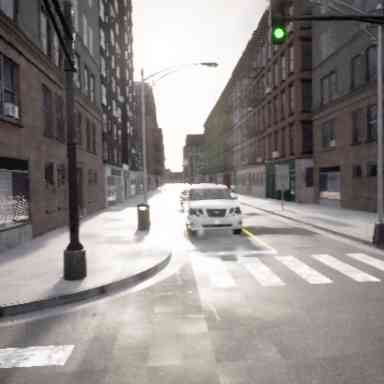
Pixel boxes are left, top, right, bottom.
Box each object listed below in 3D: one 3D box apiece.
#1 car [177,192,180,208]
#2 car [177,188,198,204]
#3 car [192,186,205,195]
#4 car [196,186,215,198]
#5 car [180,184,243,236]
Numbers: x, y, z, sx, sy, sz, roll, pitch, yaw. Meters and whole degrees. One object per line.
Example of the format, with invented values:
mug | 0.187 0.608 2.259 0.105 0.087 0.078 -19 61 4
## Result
car | 0.103 0.481 25.448 2.097 1.767 4.553 -1 2 -4
car | -0.557 0.341 35.710 2.033 1.411 5.357 -1 2 -3
car | 1.072 -0.340 56.157 1.895 1.301 4.718 -1 2 -4
car | 1.733 -0.051 45.807 2.033 1.411 5.357 -1 2 -4
car | 0.757 0.684 15.206 2.150 2.045 5.566 -1 2 -4
